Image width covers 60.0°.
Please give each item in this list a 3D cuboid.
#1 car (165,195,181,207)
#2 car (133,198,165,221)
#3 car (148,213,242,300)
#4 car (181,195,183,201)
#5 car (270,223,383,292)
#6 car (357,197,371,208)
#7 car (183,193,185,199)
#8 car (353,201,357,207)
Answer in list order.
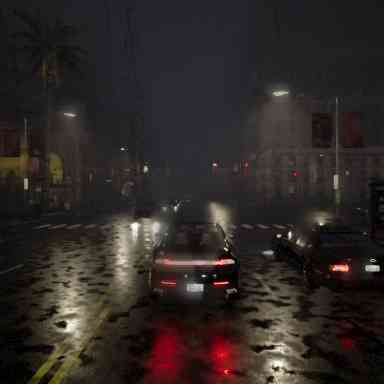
[{"bbox_3d":[-3.279,1.352,51.504,2.097,1.767,4.553,0,0,-5],"label":"car"},{"bbox_3d":[-3.587,1.477,27.524,1.882,1.535,5.008,0,0,0],"label":"car"},{"bbox_3d":[0.063,1.492,8.347,2.128,1.511,4.902,0,0,0],"label":"car"},{"bbox_3d":[-3.481,1.496,68.034,2.128,1.511,4.902,0,0,0],"label":"car"},{"bbox_3d":[3.567,1.547,9.047,2.033,1.411,5.357,0,0,0],"label":"car"},{"bbox_3d":[25.441,1.505,44.699,4.892,1.490,1.837,0,0,0],"label":"car"},{"bbox_3d":[-3.459,1.540,82.743,2.033,1.411,5.357,0,0,0],"label":"car"},{"bbox_3d":[26.061,1.477,48.209,5.008,1.535,1.882,0,0,0],"label":"car"}]
